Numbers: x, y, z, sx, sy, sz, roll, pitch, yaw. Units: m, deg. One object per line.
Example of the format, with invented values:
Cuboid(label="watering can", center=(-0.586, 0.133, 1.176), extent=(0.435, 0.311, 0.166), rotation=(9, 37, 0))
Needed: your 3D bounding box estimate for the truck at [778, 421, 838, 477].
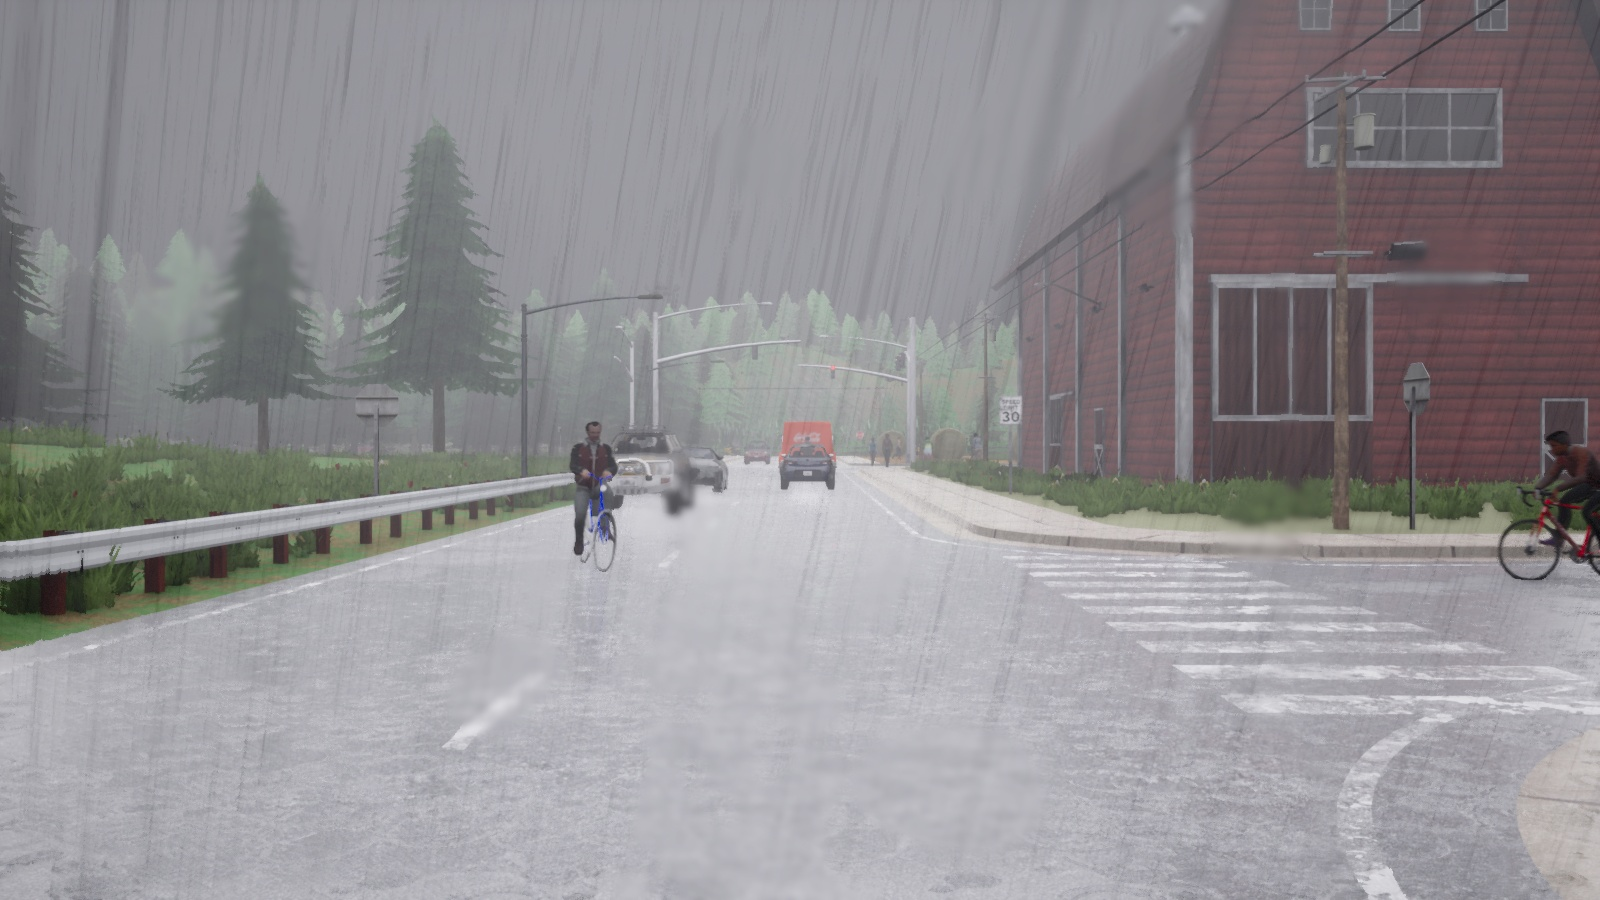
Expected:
Cuboid(label="truck", center=(0.345, -0.065, 57.582), extent=(2.627, 2.467, 5.204), rotation=(0, 0, 0))

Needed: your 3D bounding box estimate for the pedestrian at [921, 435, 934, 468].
Cuboid(label="pedestrian", center=(7.614, 0.105, 75.022), extent=(0.659, 1.952, 0.873), rotation=(0, 0, -3))

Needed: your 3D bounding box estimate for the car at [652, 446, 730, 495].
Cuboid(label="car", center=(-3.266, 0.592, 38.281), extent=(1.994, 1.385, 4.181), rotation=(0, 0, 0))

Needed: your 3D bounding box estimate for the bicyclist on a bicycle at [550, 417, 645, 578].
Cuboid(label="bicyclist on a bicycle", center=(-2.425, 0.531, 14.878), extent=(0.659, 1.776, 1.843), rotation=(2, 0, -22))

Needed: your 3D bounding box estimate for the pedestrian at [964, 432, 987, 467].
Cuboid(label="pedestrian", center=(9.477, -0.028, 67.850), extent=(0.874, 1.855, 0.900), rotation=(0, 0, -29))

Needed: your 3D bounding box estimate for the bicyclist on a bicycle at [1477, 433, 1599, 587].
Cuboid(label="bicyclist on a bicycle", center=(8.264, 0.630, 13.500), extent=(1.656, 1.620, 0.582), rotation=(0, 0, -1))

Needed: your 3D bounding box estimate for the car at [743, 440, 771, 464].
Cuboid(label="car", center=(-2.983, 0.148, 87.683), extent=(1.851, 1.617, 3.988), rotation=(0, 0, 0))

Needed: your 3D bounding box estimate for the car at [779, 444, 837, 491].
Cuboid(label="car", center=(0.253, 0.526, 41.552), extent=(1.816, 1.474, 4.193), rotation=(0, 0, 0))

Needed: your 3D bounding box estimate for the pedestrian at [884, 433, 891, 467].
Cuboid(label="pedestrian", center=(4.650, 0.012, 66.867), extent=(0.328, 1.805, 0.869), rotation=(0, 0, 7))

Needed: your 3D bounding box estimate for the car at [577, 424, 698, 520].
Cuboid(label="car", center=(-3.332, 0.411, 26.596), extent=(1.932, 1.855, 4.605), rotation=(0, 0, 0))
